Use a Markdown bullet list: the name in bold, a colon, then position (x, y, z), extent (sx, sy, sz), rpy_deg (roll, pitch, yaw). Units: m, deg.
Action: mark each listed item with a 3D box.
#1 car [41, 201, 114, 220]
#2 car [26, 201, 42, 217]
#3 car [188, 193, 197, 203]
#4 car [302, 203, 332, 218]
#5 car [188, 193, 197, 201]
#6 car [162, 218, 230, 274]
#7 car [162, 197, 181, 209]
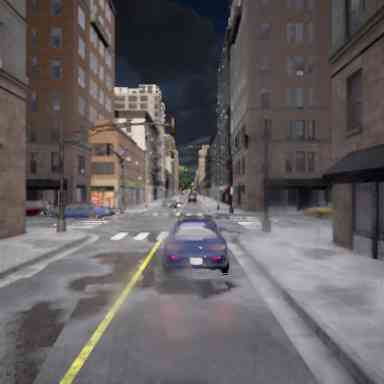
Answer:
- **car**: position (-9.309, 1.592, 27.917), extent (5.357, 1.411, 2.033), rpy_deg (0, 0, 2)
- **car**: position (-14.576, 1.483, 30.107), extent (4.097, 1.590, 1.967), rpy_deg (0, 0, 1)
- **car**: position (0.063, 1.578, 71.985), extent (1.882, 1.535, 5.008), rpy_deg (0, 0, 0)
- **car**: position (12.448, 1.573, 29.801), extent (4.829, 1.417, 1.752), rpy_deg (0, 0, 1)
- **car**: position (0.071, 1.221, 82.435), extent (2.150, 2.045, 5.566), rpy_deg (0, 0, 0)
- **car**: position (0.106, 1.548, 10.525), extent (1.812, 1.442, 4.674), rpy_deg (0, 0, 0)
- **car**: position (-3.044, 1.571, 46.123), extent (2.128, 1.511, 4.902), rpy_deg (0, 0, 0)
